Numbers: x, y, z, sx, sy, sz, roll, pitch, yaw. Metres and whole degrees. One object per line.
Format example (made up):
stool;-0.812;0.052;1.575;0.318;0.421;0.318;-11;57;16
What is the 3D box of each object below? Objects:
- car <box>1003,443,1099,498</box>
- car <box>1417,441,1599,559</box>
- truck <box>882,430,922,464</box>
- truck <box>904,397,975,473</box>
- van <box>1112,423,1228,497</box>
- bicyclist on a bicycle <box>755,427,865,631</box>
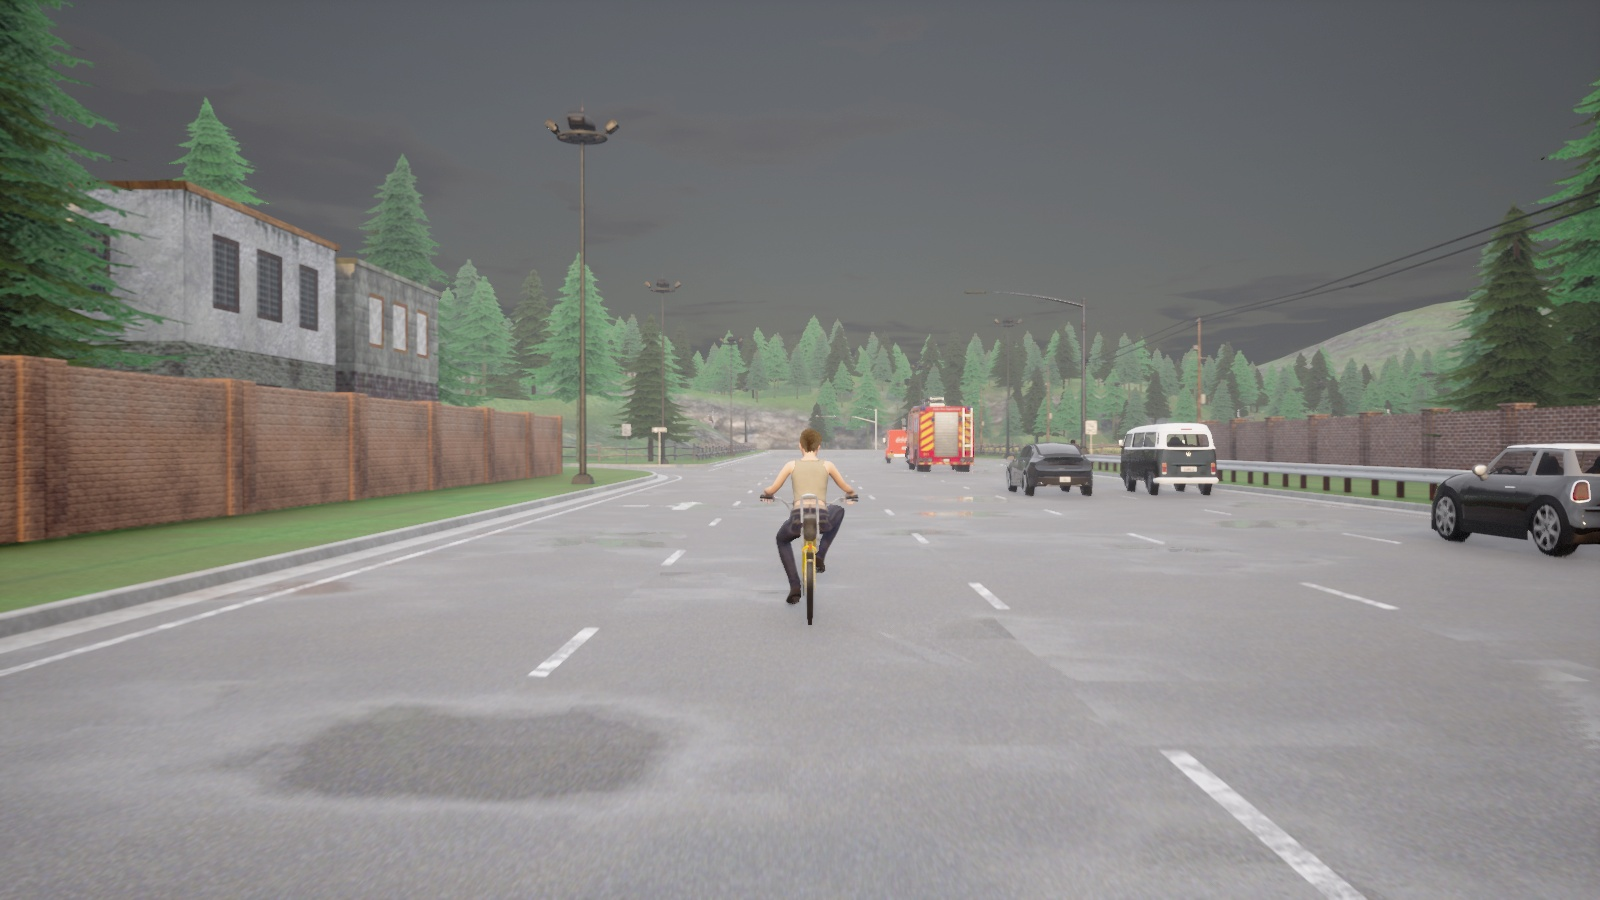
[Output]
car;7.222;0.551;36.591;1.837;1.490;4.892;0;0;0
car;10.616;0.621;17.695;1.970;1.475;3.806;0;0;0
truck;7.544;-0.258;93.520;2.627;2.467;5.204;0;1;0
truck;7.399;-0.794;67.663;2.891;3.827;8.468;0;0;0
van;10.723;0.271;36.741;2.069;2.038;4.480;0;0;0
bicyclist on a bicycle;0.081;0.623;10.707;0.866;1.612;1.509;0;0;0
